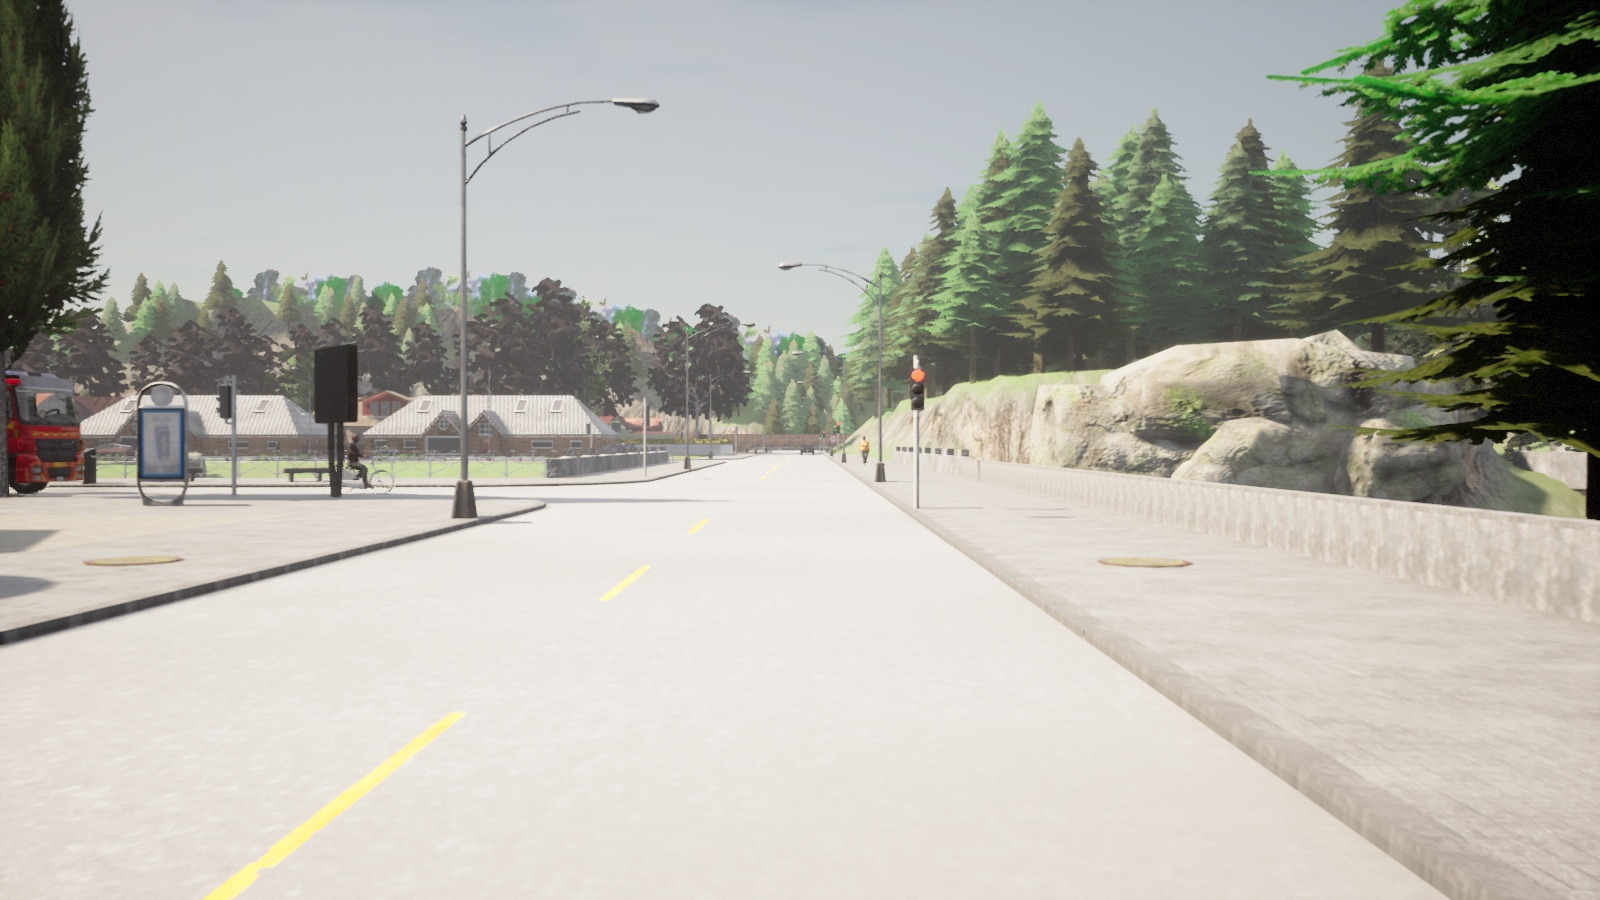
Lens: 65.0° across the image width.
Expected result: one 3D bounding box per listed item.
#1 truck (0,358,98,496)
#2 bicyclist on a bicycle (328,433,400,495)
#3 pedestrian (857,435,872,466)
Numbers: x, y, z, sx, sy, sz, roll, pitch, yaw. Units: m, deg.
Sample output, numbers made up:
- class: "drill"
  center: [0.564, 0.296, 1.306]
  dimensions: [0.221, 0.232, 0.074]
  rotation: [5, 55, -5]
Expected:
- class: "truck"
  center: [-25.314, -0.643, 36.281]
  dimensions: [8.468, 3.827, 2.891]
  rotation: [0, 0, 0]
- class: "bicyclist on a bicycle"
  center: [-12.555, 0.403, 36.215]
  dimensions: [1.843, 1.776, 0.659]
  rotation: [0, 0, 1]
- class: "pedestrian"
  center: [3.994, 0.022, 77.584]
  dimensions: [0.874, 1.855, 0.900]
  rotation: [0, 0, 0]
